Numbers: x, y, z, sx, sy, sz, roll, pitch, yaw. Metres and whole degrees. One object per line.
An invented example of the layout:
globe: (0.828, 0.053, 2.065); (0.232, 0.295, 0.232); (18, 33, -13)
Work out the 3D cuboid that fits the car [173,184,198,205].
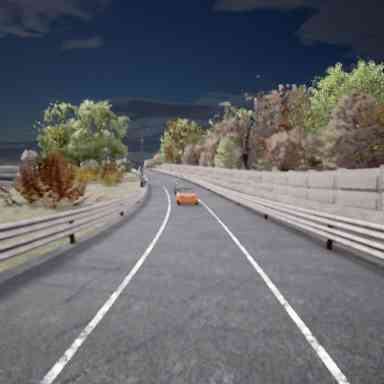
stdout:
car: (-0.573, 0.332, 34.555); (2.097, 1.767, 4.553); (0, 3, -4)
